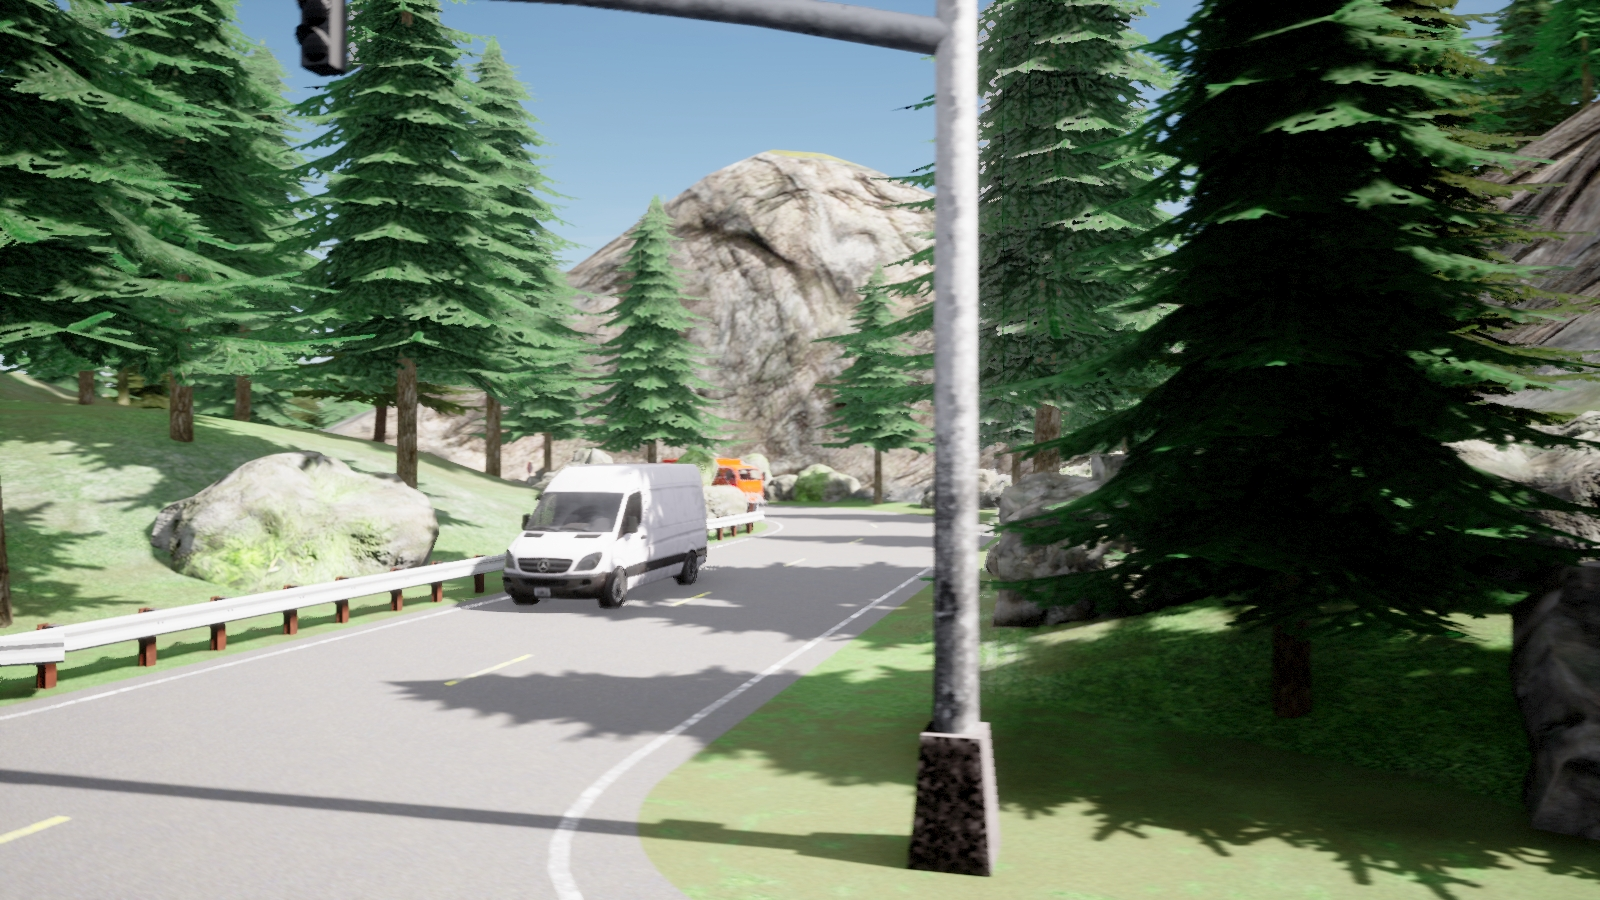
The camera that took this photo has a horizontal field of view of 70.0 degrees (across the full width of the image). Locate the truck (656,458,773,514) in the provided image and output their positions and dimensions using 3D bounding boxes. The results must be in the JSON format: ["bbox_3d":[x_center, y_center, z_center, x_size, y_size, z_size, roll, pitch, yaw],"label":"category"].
[{"bbox_3d":[-4.047,1.616,53.667,5.204,2.467,2.627,0,0,43],"label":"truck"}]

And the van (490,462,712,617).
[{"bbox_3d":[-3.661,1.552,22.508,1.988,2.561,5.915,0,0,15],"label":"van"}]
